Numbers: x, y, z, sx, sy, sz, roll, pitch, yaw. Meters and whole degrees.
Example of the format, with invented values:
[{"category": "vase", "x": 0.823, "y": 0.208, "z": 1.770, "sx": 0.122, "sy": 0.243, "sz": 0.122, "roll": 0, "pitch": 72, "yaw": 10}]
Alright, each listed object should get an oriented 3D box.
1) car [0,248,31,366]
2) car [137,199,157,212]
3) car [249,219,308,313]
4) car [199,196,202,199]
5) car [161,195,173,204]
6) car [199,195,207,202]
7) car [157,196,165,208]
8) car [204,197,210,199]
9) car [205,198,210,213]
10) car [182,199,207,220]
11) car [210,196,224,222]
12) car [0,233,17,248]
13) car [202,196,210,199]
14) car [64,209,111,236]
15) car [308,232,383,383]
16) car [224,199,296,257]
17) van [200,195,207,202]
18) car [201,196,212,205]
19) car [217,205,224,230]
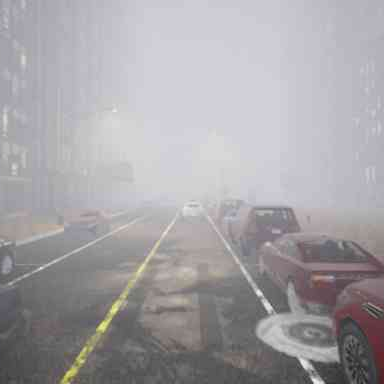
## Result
[{"category": "car", "x": -3.095, "y": 1.552, "z": 2.160, "sx": 2.033, "sy": 1.411, "sz": 5.357, "roll": 0, "pitch": 0, "yaw": 0}, {"category": "car", "x": -5.674, "y": 1.688, "z": 40.754, "sx": 1.802, "sy": 1.307, "sz": 4.206, "roll": 0, "pitch": 0, "yaw": 0}, {"category": "car", "x": 2.697, "y": 1.565, "z": 7.516, "sx": 1.887, "sy": 1.381, "sz": 4.507, "roll": 0, "pitch": 0, "yaw": 0}, {"category": "car", "x": 0.115, "y": 1.647, "z": 46.739, "sx": 1.812, "sy": 1.442, "sz": 4.674, "roll": 0, "pitch": 0, "yaw": 0}, {"category": "car", "x": -5.665, "y": 1.491, "z": 68.451, "sx": 2.192, "sy": 1.841, "sz": 5.009, "roll": 0, "pitch": 0, "yaw": 0}, {"category": "car", "x": 2.720, "y": 1.657, "z": 85.067, "sx": 1.967, "sy": 1.590, "sz": 4.097, "roll": 0, "pitch": 0, "yaw": 0}, {"category": "car", "x": -5.670, "y": 1.717, "z": 51.833, "sx": 1.802, "sy": 1.307, "sz": 4.206, "roll": 0, "pitch": 0, "yaw": 0}, {"category": "car", "x": 2.707, "y": 1.632, "z": 40.922, "sx": 1.752, "sy": 1.417, "sz": 4.829, "roll": 0, "pitch": 0, "yaw": 0}, {"category": "car", "x": 2.705, "y": 1.643, "z": 35.213, "sx": 2.008, "sy": 1.369, "sz": 4.403, "roll": 0, "pitch": 0, "yaw": 0}, {"category": "car", "x": 0.104, "y": 1.600, "z": 28.425, "sx": 1.812, "sy": 1.442, "sz": 4.674, "roll": 0, "pitch": 0, "yaw": 0}, {"category": "car", "x": 2.703, "y": 1.378, "z": 24.135, "sx": 2.192, "sy": 1.841, "sz": 5.009, "roll": 0, "pitch": 0, "yaw": 0}, {"category": "car", "x": -5.684, "y": 1.571, "z": 7.517, "sx": 2.008, "sy": 1.369, "sz": 4.403, "roll": 0, "pitch": 0, "yaw": 0}, {"category": "car", "x": 2.710, "y": 1.700, "z": 51.831, "sx": 1.947, "sy": 1.339, "sz": 4.313, "roll": 0, "pitch": 0, "yaw": 0}, {"category": "car", "x": -5.680, "y": 1.631, "z": 18.597, "sx": 1.802, "sy": 1.307, "sz": 4.206, "roll": 0, "pitch": 0, "yaw": 0}, {"category": "car", "x": 2.696, "y": 1.321, "z": 1.977, "sx": 2.192, "sy": 1.841, "sz": 5.009, "roll": 0, "pitch": 0, "yaw": 0}, {"category": "car", "x": 2.699, "y": 1.350, "z": 13.057, "sx": 2.192, "sy": 1.841, "sz": 5.009, "roll": 0, "pitch": 0, "yaw": 0}, {"category": "van", "x": 2.719, "y": 1.544, "z": 79.527, "sx": 1.690, "sy": 1.788, "sz": 3.998, "roll": 0, "pitch": 0, "yaw": 0}, {"category": "car", "x": 2.713, "y": 1.602, "z": 62.909, "sx": 1.967, "sy": 1.590, "sz": 4.097, "roll": 0, "pitch": 0, "yaw": 0}, {"category": "car", "x": 2.700, "y": 1.615, "z": 18.595, "sx": 1.947, "sy": 1.339, "sz": 4.313, "roll": 0, "pitch": 0, "yaw": 0}]
